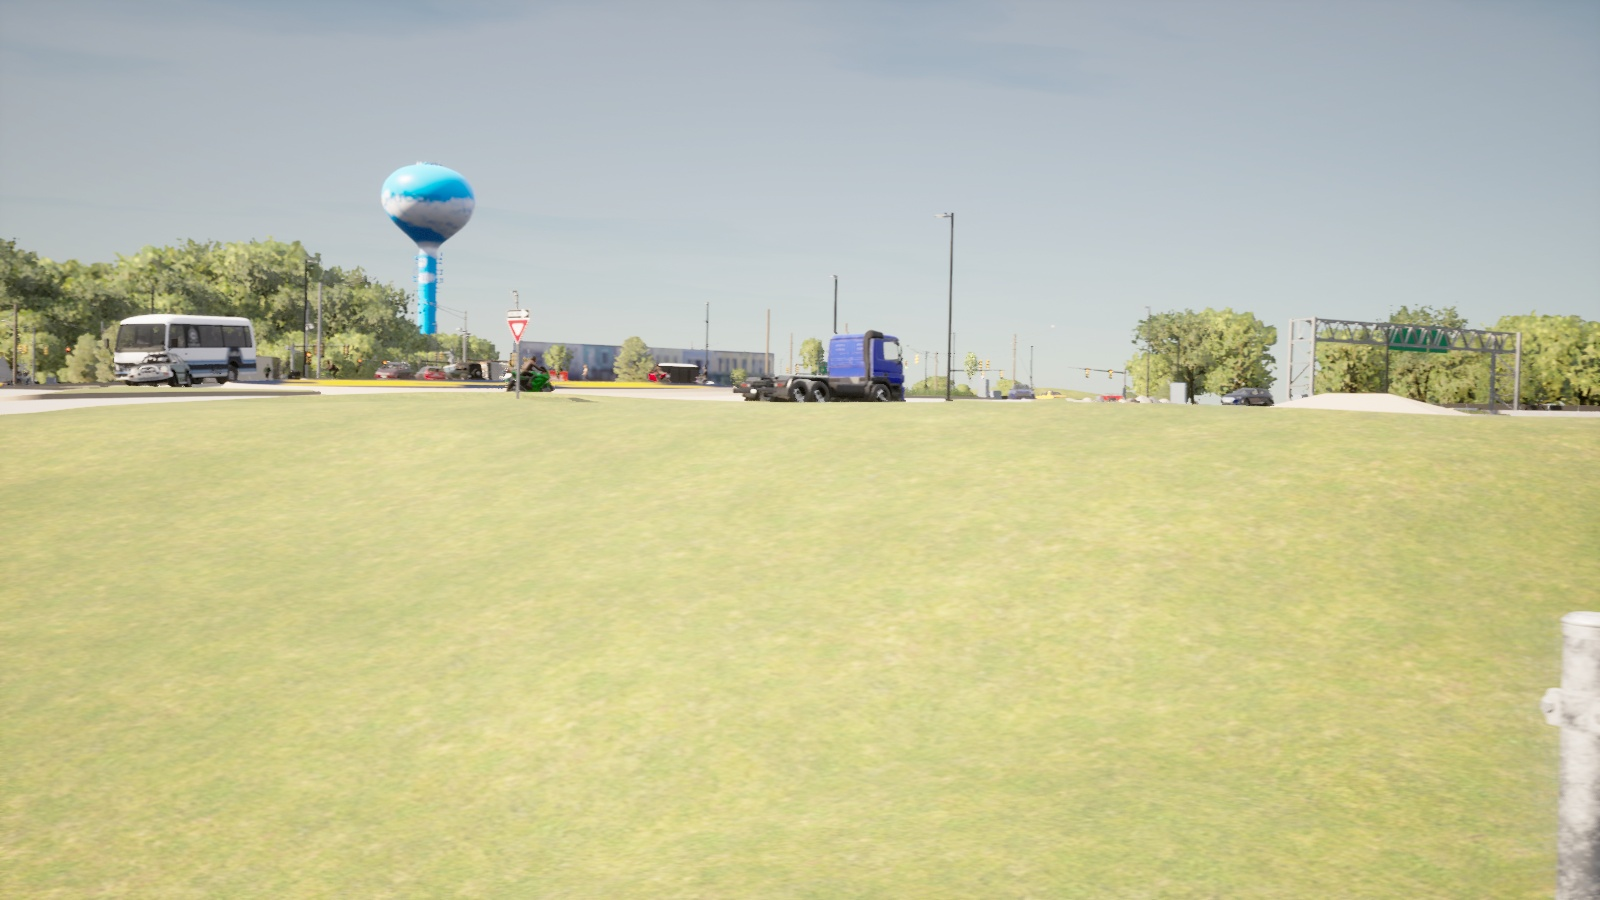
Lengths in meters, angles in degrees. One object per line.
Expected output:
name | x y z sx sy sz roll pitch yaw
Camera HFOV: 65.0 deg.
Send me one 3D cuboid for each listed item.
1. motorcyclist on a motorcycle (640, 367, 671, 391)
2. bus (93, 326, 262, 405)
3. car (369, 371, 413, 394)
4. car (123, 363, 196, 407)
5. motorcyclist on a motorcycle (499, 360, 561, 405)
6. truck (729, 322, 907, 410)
motorcyclist on a motorcycle | -9.260 -4.562 80.538 2.044 1.523 0.797 3 3 42
bus | -37.104 -5.160 75.527 3.944 4.253 10.273 -2 5 6
car | -29.397 -4.865 90.416 1.789 1.549 3.705 1 4 3
car | -31.310 -3.199 61.529 1.932 1.855 4.605 -7 5 -13
motorcyclist on a motorcycle | -9.394 -2.333 43.727 0.797 1.523 2.044 1 2 40
truck | 0.903 -3.472 53.858 7.936 3.462 2.891 -2 2 -45
